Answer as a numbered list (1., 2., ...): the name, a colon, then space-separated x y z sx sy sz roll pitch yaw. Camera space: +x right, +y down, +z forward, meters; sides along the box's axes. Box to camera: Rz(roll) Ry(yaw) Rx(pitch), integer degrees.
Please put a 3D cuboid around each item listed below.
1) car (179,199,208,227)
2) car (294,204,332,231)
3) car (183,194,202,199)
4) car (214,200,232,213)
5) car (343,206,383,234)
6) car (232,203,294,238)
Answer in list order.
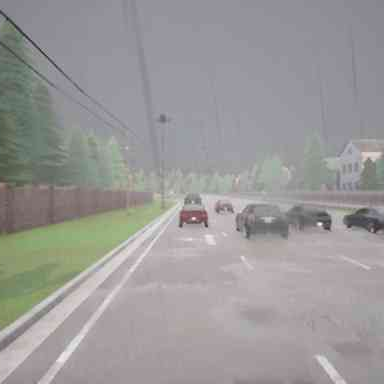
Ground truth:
1. car: 0.108 1.522 23.348 1.882 1.535 5.008 0 0 0
2. car: 7.110 1.545 20.926 1.837 1.490 4.892 0 0 0
3. car: 0.118 1.301 41.605 2.150 2.045 5.566 0 0 0
4. car: 3.603 1.598 37.902 1.812 1.442 4.674 0 0 0
5. car: 10.595 1.563 19.344 1.812 1.442 4.674 0 0 0
6. car: 3.607 1.386 17.848 2.097 1.767 4.553 0 0 0
